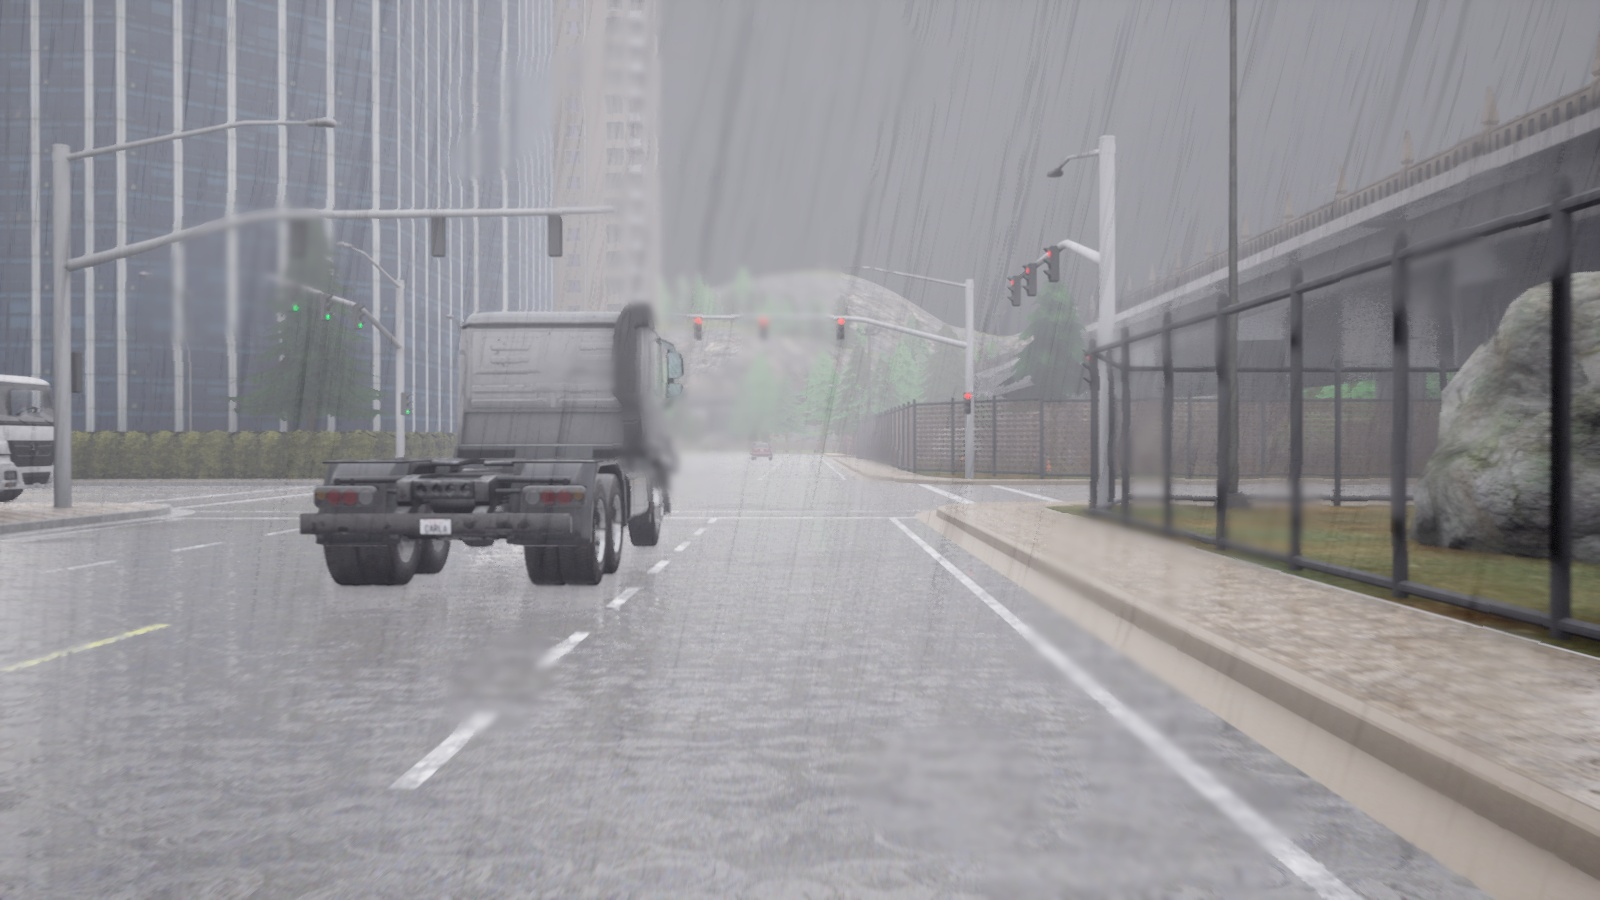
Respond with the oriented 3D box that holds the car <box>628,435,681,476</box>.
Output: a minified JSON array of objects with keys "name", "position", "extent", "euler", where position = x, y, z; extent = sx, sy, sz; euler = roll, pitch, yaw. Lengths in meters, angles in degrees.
[{"name":"car","position":[-6.843,0.223,59.384],"extent":[1.932,1.855,4.605],"euler":[0,0,0]}]

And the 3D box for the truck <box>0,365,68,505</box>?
[{"name":"truck","position":[-23.729,-0.381,32.433],"extent":[7.936,3.462,2.891],"euler":[0,0,0]}]

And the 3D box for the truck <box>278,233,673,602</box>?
[{"name":"truck","position":[-3.447,-0.327,15.767],"extent":[2.891,3.462,7.936],"euler":[0,0,0]}]
